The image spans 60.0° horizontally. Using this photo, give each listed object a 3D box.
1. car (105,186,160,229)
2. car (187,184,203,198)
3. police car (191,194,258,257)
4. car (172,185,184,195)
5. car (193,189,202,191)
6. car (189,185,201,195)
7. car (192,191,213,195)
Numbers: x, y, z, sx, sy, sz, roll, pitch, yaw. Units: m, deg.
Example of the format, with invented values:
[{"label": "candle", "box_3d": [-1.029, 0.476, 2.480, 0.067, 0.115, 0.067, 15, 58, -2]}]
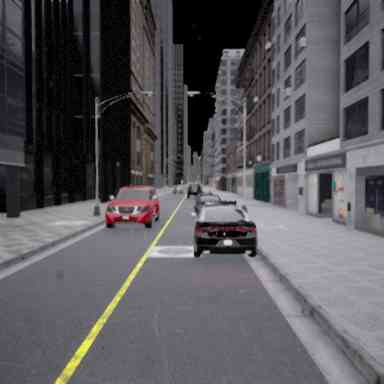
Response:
[{"label": "car", "box_3d": [-2.952, 0.717, 17.684, 2.150, 2.045, 5.566, 0, 2, 0]}, {"label": "car", "box_3d": [0.413, -0.163, 48.221, 2.150, 2.045, 5.566, 0, 1, 1]}, {"label": "police car", "box_3d": [0.997, 1.093, 11.603, 1.930, 1.638, 5.238, 0, 2, 0]}, {"label": "car", "box_3d": [-2.533, -0.226, 60.773, 1.812, 1.442, 4.674, 0, 2, 1]}, {"label": "car", "box_3d": [1.131, 0.743, 27.488, 1.812, 1.442, 4.674, 0, 2, 0]}, {"label": "car", "box_3d": [0.520, -0.435, 61.974, 2.097, 1.767, 4.553, 0, 2, 0]}, {"label": "car", "box_3d": [1.079, 0.893, 21.491, 1.837, 1.490, 4.892, 0, 2, 0]}]
